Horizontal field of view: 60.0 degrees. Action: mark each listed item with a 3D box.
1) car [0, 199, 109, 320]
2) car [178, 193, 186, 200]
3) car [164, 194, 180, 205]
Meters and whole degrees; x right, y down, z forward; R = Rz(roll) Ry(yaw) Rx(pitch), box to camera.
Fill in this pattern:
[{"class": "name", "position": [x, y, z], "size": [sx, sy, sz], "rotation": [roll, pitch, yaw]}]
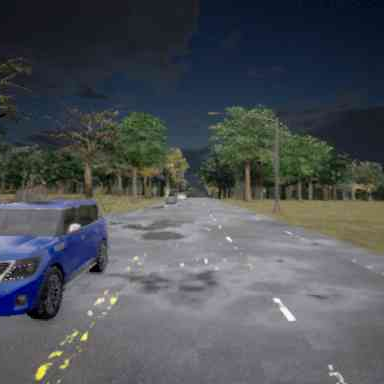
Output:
[{"class": "car", "position": [-3.500, 1.208, 7.618], "size": [2.150, 2.045, 5.566], "rotation": [0, 0, 0]}, {"class": "car", "position": [-2.881, 1.261, 90.797], "size": [2.150, 2.045, 5.566], "rotation": [0, 0, 6]}, {"class": "car", "position": [-3.528, 1.498, 56.406], "size": [1.837, 1.490, 4.892], "rotation": [0, 0, 0]}]
